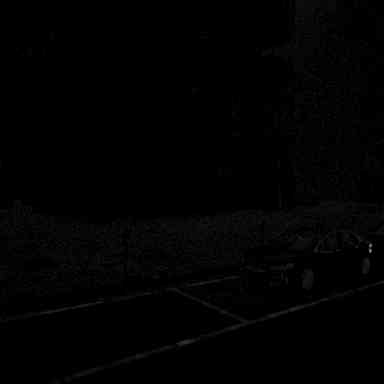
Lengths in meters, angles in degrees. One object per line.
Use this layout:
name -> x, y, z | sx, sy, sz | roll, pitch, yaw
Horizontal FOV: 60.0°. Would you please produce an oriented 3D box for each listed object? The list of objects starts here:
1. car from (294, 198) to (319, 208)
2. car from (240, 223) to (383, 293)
car -> 15.415, 1.483, 46.978 | 1.895, 1.301, 4.718 | 1, 1, -35
car -> 3.232, 1.627, 8.950 | 4.403, 1.369, 2.008 | 1, 0, -35
